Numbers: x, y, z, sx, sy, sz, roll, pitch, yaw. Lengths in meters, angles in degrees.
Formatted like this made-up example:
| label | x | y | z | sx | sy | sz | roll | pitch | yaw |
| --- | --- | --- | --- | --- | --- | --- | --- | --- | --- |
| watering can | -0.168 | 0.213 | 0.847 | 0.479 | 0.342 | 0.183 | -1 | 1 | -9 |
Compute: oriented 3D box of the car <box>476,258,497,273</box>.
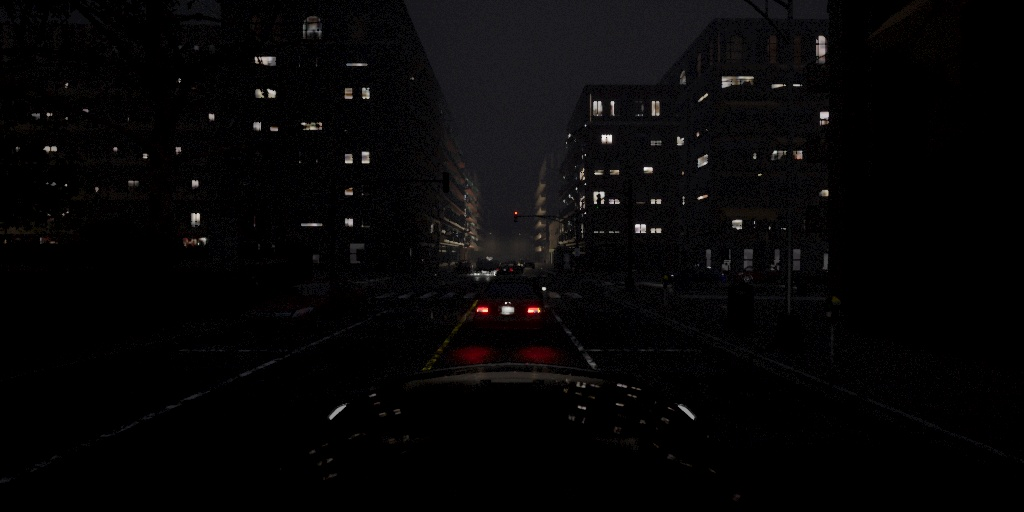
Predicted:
| label | x | y | z | sx | sy | sz | roll | pitch | yaw |
| --- | --- | --- | --- | --- | --- | --- | --- | --- | --- |
| car | -3.191 | 1.296 | 43.301 | 2.033 | 1.411 | 5.357 | 0 | 0 | 4 |

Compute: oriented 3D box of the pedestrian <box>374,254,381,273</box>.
| label | x | y | z | sx | sy | sz | roll | pitch | yaw |
| --- | --- | --- | --- | --- | --- | --- | --- | --- | --- |
| pedestrian | -12.807 | 0.652 | 33.995 | 0.375 | 1.860 | 0.375 | 0 | -1 | -1 |

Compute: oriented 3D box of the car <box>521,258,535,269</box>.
| label | x | y | z | sx | sy | sz | roll | pitch | yaw |
| --- | --- | --- | --- | --- | --- | --- | --- | --- | --- |
| car | 2.536 | 1.299 | 54.320 | 2.007 | 1.370 | 4.403 | 0 | 0 | 0 |

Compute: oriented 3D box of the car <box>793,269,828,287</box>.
| label | x | y | z | sx | sy | sz | roll | pitch | yaw |
| --- | --- | --- | --- | --- | --- | --- | --- | --- | --- |
| car | 24.905 | 1.810 | 29.033 | 4.718 | 1.301 | 1.895 | 1 | 0 | -1 |

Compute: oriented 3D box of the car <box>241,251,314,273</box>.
| label | x | y | z | sx | sy | sz | roll | pitch | yaw |
| --- | --- | --- | --- | --- | --- | --- | --- | --- | --- |
| car | -17.028 | 0.703 | 25.197 | 5.566 | 2.045 | 2.150 | 1 | 0 | -1 |

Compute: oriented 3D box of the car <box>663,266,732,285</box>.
| label | x | y | z | sx | sy | sz | roll | pitch | yaw |
| --- | --- | --- | --- | --- | --- | --- | --- | --- | --- |
| car | 14.598 | 1.552 | 28.877 | 4.674 | 1.442 | 1.812 | 1 | 0 | -1 |

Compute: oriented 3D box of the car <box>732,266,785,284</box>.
| label | x | y | z | sx | sy | sz | roll | pitch | yaw |
| --- | --- | --- | --- | --- | --- | --- | --- | --- | --- |
| car | 21.293 | 1.571 | 31.541 | 4.097 | 1.591 | 1.967 | 0 | 0 | -1 |

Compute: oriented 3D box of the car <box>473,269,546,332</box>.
| label | x | y | z | sx | sy | sz | roll | pitch | yaw |
| --- | --- | --- | --- | --- | --- | --- | --- | --- | --- |
| car | 0.052 | 1.297 | 10.826 | 2.033 | 1.411 | 5.357 | 0 | 0 | 3 |

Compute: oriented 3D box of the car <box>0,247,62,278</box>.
| label | x | y | z | sx | sy | sz | roll | pitch | yaw |
| --- | --- | --- | --- | --- | --- | --- | --- | --- | --- |
| car | -35.431 | 0.380 | 24.922 | 5.566 | 2.045 | 2.150 | 1 | 0 | -1 |

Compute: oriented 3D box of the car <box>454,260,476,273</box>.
| label | x | y | z | sx | sy | sz | roll | pitch | yaw |
| --- | --- | --- | --- | --- | --- | --- | --- | --- | --- |
| car | -5.810 | 1.188 | 43.023 | 1.967 | 1.591 | 4.097 | 0 | 0 | 0 |

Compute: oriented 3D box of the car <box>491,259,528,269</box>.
| label | x | y | z | sx | sy | sz | roll | pitch | yaw |
| --- | --- | --- | --- | --- | --- | --- | --- | --- | --- |
| car | -0.167 | 1.296 | 34.661 | 2.033 | 1.411 | 5.357 | 0 | 0 | 12 |

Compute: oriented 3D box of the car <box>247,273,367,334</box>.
| label | x | y | z | sx | sy | sz | roll | pitch | yaw |
| --- | --- | --- | --- | --- | --- | --- | --- | --- | --- |
| car | -5.713 | 1.331 | 10.613 | 1.802 | 1.307 | 4.207 | 0 | 0 | 0 |
